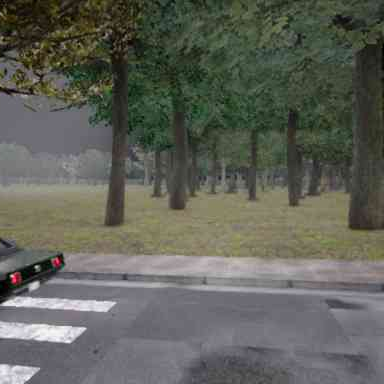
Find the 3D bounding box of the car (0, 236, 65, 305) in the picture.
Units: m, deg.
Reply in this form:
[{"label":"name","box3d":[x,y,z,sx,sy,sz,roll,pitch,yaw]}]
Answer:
[{"label":"car","box3d":[-5.215,1.539,6.783,4.718,1.301,1.895,0,1,10]}]
